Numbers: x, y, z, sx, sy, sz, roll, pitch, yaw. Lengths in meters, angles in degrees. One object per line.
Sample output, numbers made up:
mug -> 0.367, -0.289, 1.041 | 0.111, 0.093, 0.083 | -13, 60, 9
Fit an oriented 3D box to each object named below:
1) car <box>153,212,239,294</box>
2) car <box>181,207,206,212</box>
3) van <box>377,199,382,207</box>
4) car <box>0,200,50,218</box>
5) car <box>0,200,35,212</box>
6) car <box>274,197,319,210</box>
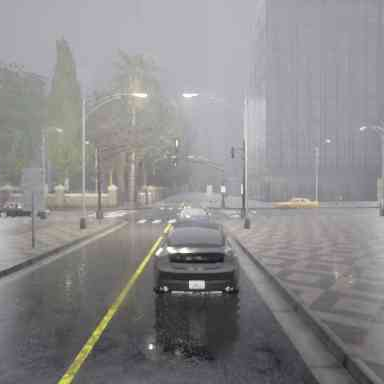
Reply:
car -> 0.092, 1.505, 8.752 | 1.837, 1.490, 4.892 | 0, 0, 0
car -> 0.093, 1.535, 18.842 | 2.033, 1.411, 5.357 | 0, 0, 1
van -> 23.301, 1.004, 37.812 | 3.998, 1.788, 1.690 | -1, 1, 0
car -> -14.960, 1.606, 29.481 | 4.403, 1.369, 2.008 | 0, 1, 0
car -> -20.453, 1.606, 38.035 | 4.206, 1.307, 1.802 | 0, 1, 0
car -> 11.893, 1.311, 37.872 | 4.829, 1.417, 1.752 | -1, 1, 0
